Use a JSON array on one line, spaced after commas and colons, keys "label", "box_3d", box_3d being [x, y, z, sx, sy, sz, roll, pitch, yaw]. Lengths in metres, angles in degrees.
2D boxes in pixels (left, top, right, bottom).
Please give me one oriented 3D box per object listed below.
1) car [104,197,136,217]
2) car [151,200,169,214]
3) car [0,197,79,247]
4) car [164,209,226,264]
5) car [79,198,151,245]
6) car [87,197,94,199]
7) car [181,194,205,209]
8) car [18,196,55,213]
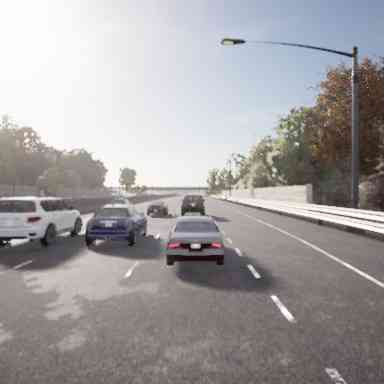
[{"label": "car", "box_3d": [-6.898, 1.376, 32.160, 2.097, 1.767, 4.553, 0, 0, 0]}, {"label": "car", "box_3d": [-3.397, 1.552, 33.462, 1.812, 1.442, 4.674, 0, 0, 0]}, {"label": "car", "box_3d": [-6.898, 1.229, 15.285, 2.150, 2.045, 5.566, 0, 0, 0]}, {"label": "car", "box_3d": [0.102, 1.552, 11.767, 2.033, 1.411, 5.357, 0, 0, 0]}, {"label": "car", "box_3d": [-3.398, 1.359, 15.694, 2.097, 1.767, 4.553, 0, 0, 0]}, {"label": "car", "box_3d": [-24.493, 1.389, 78.214, 2.033, 1.411, 5.357, 0, 0, 0]}, {"label": "car", "box_3d": [0.099, 1.245, 31.574, 2.150, 2.045, 5.566, 0, 0, 0]}, {"label": "car", "box_3d": [-17.584, 1.385, 37.874, 2.097, 1.767, 4.553, 0, 0, 0]}]
